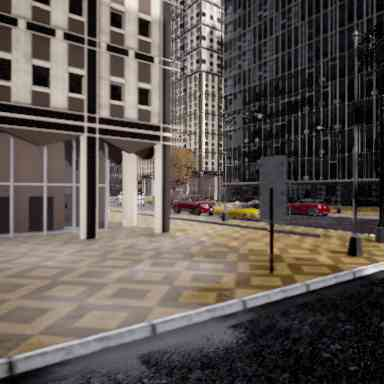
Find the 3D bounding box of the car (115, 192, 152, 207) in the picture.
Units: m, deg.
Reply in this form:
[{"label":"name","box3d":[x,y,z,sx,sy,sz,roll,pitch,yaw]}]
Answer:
[{"label":"car","box3d":[-8.206,0.972,46.020,2.150,2.045,5.566,0,0,-36]}]

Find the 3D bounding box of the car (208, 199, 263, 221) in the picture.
[{"label":"car","box3d":[3.623,1.411,25.365,1.752,1.417,4.829,1,0,-36]}]

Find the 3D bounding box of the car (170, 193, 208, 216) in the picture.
[{"label":"car","box3d":[0.176,1.167,30.088,2.192,1.841,5.009,1,0,-36]}]

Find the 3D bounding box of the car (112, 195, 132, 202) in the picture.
[{"label":"car","box3d":[-13.225,1.208,62.513,2.008,1.369,4.403,1,0,-36]}]

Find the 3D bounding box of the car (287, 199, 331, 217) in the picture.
[{"label":"car","box3d":[10.474,1.354,30.633,1.967,1.590,4.097,1,0,-36]}]

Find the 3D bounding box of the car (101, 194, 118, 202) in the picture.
[{"label":"car","box3d":[-16.697,1.141,67.217,1.752,1.417,4.829,1,0,-36]}]

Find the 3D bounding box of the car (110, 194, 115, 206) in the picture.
[{"label":"car","box3d":[-13.230,1.252,48.410,1.887,1.381,4.507,1,0,-36]}]

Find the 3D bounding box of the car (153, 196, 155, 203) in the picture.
[{"label":"car","box3d":[-3.112,1.088,48.819,2.192,1.841,5.009,1,0,-36]}]

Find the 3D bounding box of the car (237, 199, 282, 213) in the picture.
[{"label":"car","box3d":[7.076,1.432,35.182,2.008,1.369,4.403,1,0,-36]}]
